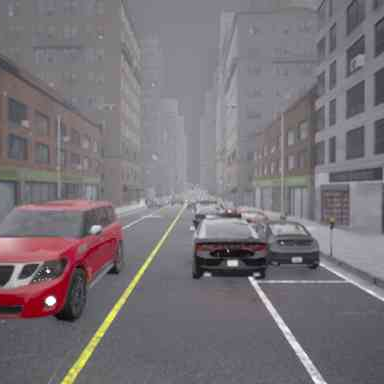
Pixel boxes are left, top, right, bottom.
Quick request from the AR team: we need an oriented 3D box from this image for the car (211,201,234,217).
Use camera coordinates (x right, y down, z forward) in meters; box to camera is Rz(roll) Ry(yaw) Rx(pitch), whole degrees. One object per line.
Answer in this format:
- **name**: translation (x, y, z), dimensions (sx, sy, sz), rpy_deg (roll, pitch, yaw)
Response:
- **car**: translation (2.949, 1.642, 33.080), dimensions (1.887, 1.381, 4.507), rpy_deg (-1, 0, 0)

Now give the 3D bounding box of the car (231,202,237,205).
- **car**: translation (2.914, 1.520, 27.575), dimensions (1.967, 1.590, 4.097), rpy_deg (-1, 0, 0)

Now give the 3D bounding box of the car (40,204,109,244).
- **car**: translation (-5.677, 1.486, 16.617), dimensions (1.967, 1.590, 4.097), rpy_deg (-1, 0, 0)

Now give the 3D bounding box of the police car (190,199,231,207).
- **police car**: translation (1.016, 1.482, 20.283), dimensions (1.930, 1.638, 5.238), rpy_deg (0, 0, 0)

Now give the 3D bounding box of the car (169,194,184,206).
- **car**: translation (-2.670, 1.413, 60.464), dimensions (2.150, 2.045, 5.566), rpy_deg (0, 0, 1)

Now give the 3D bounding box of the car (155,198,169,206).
- **car**: translation (-5.409, 1.742, 60.656), dimensions (2.008, 1.369, 4.403), rpy_deg (-1, 0, 0)

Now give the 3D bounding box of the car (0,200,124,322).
- **car**: translation (-3.058, 1.242, 7.629), dimensions (2.150, 2.045, 5.566), rpy_deg (0, 0, 0)

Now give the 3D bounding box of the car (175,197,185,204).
- **car**: translation (-2.579, 1.825, 70.170), dimensions (1.895, 1.301, 4.718), rpy_deg (0, 0, 0)

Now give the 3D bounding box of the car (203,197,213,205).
- **car**: translation (3.148, 1.756, 66.110), dimensions (1.887, 1.381, 4.507), rpy_deg (-1, 0, 0)

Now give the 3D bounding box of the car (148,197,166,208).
- **car**: translation (-5.477, 1.592, 49.646), dimensions (1.967, 1.590, 4.097), rpy_deg (-1, 0, 0)

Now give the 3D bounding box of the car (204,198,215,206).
- **car**: translation (3.115, 1.736, 60.605), dimensions (1.887, 1.381, 4.507), rpy_deg (-1, 0, 0)

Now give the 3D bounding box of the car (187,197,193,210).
- **car**: translation (0.286, 1.667, 46.398), dimensions (1.812, 1.442, 4.674), rpy_deg (0, 0, 1)

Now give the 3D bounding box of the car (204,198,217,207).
- **car**: translation (3.082, 1.716, 55.099), dimensions (1.887, 1.381, 4.507), rpy_deg (-1, 0, 0)

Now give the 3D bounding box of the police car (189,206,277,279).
- **police car**: translation (0.959, 1.453, 10.282), dimensions (1.930, 1.638, 5.238), rpy_deg (0, 0, 0)

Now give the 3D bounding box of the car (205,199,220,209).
- **car**: translation (3.049, 1.718, 49.595), dimensions (1.947, 1.339, 4.313), rpy_deg (-1, 0, 0)

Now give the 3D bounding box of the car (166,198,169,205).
- **car**: translation (-5.443, 1.737, 55.151), dimensions (1.947, 1.339, 4.313), rpy_deg (-1, 0, 0)

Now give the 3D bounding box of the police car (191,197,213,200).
- **police car**: translation (1.056, 1.501, 26.283), dimensions (1.930, 1.638, 5.238), rpy_deg (0, 0, 0)

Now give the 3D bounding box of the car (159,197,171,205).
- **car**: translation (-5.376, 1.755, 66.162), dimensions (1.887, 1.381, 4.507), rpy_deg (-1, 0, 0)

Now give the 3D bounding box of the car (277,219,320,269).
- **car**: translation (2.816, 1.581, 11.059), dimensions (2.008, 1.369, 4.403), rpy_deg (-1, 0, 0)
